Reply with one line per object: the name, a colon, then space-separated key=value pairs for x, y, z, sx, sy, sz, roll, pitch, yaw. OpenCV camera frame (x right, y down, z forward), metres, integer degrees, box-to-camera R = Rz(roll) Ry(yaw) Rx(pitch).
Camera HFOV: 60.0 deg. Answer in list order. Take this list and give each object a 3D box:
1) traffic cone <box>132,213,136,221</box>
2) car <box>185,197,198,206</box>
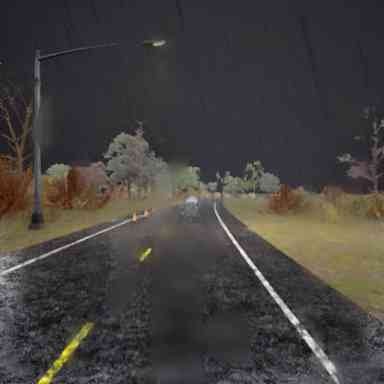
traffic cone: x=-4.455 y=1.906 z=25.778 sx=0.340 sy=0.580 sz=0.340 roll=0 pitch=0 yaw=2
car: x=0.035 y=1.480 z=53.630 sx=1.812 sy=1.442 sz=4.674 roll=0 pitch=0 yaw=4
